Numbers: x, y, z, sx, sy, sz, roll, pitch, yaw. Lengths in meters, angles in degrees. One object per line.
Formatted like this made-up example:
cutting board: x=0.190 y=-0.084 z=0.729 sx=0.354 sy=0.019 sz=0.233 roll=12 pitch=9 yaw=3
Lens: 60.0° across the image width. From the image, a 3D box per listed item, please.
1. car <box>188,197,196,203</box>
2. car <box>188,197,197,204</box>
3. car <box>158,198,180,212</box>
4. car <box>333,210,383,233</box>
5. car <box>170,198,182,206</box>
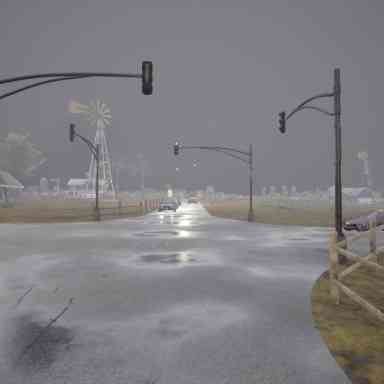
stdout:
car: x=-0.010 y=1.860 z=79.122 sx=1.812 sy=1.442 sz=4.674 roll=0 pitch=0 yaw=0
car: x=0.084 y=1.788 z=69.110 sx=1.812 sy=1.442 sz=4.674 roll=0 pitch=0 yaw=0
car: x=-2.862 y=1.661 z=39.779 sx=1.994 sy=1.385 sz=4.181 roll=0 pitch=0 yaw=0
car: x=11.579 y=1.782 z=20.262 sx=5.357 sy=1.411 sz=2.033 roll=1 pitch=-2 yaw=-3
car: x=-2.843 y=1.795 z=58.502 sx=1.895 sy=1.301 sz=4.718 roll=0 pitch=0 yaw=0
